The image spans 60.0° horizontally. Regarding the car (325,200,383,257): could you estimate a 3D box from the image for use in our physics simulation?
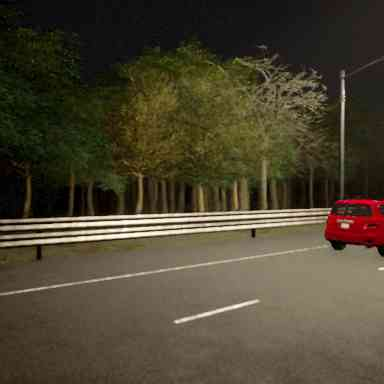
[{"bbox_3d":[7.776,1.345,13.699,5.566,2.045,2.150,0,0,-35],"label":"car"}]
